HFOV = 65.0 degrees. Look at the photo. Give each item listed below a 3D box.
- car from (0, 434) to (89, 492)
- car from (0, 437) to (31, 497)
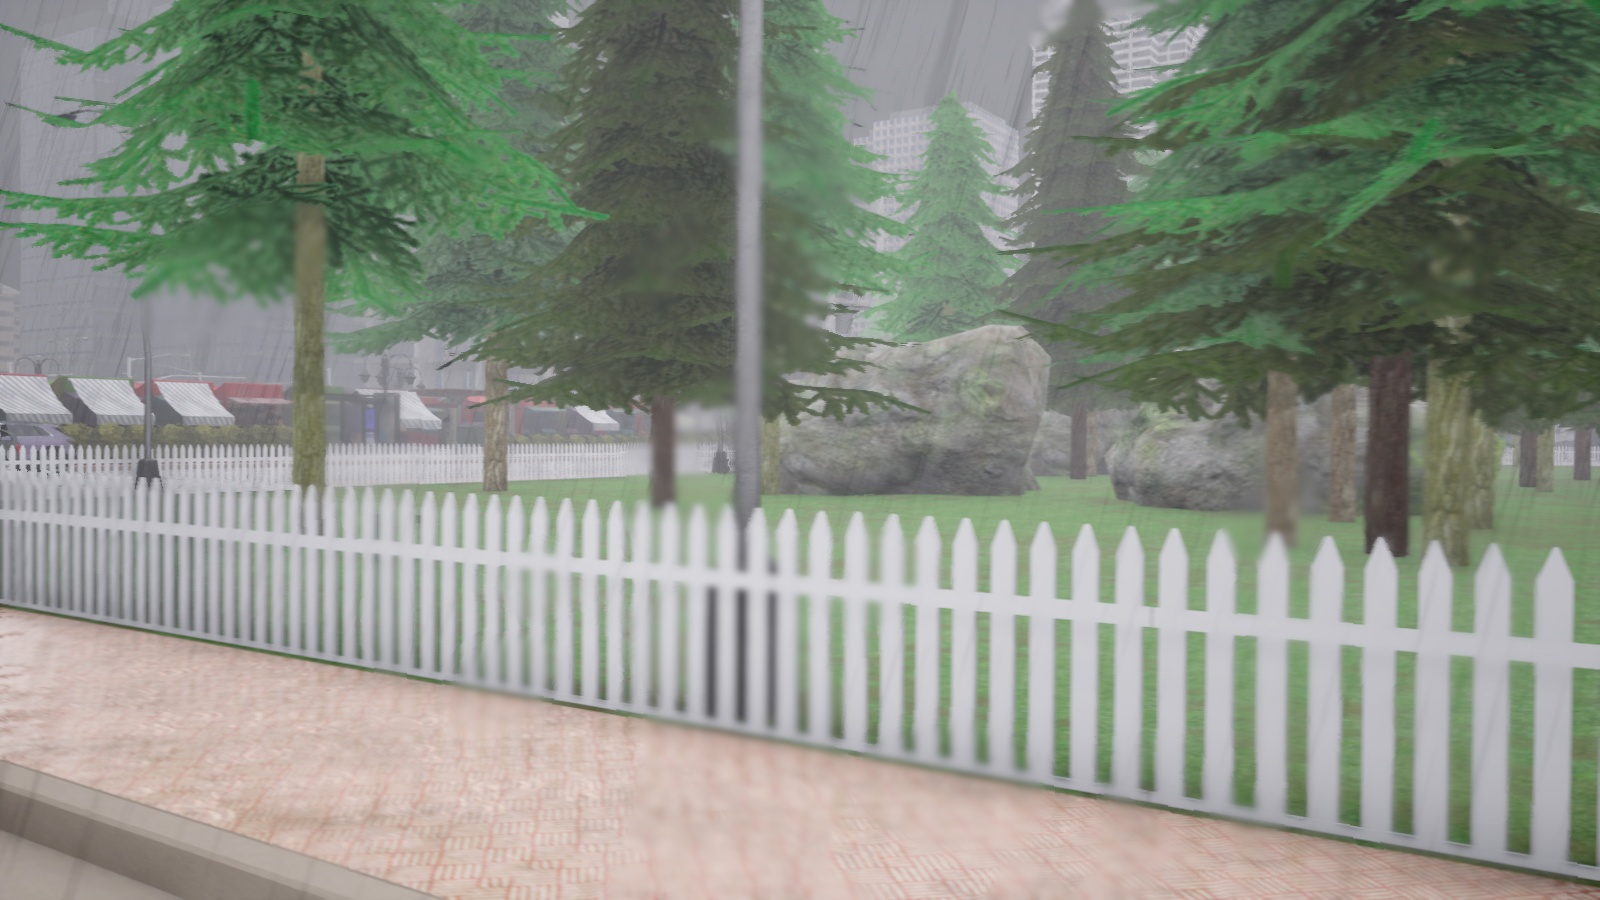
[{"bbox_3d":[-23.579,0.379,36.331,2.033,1.649,4.856,0,1,32],"label":"car"},{"bbox_3d":[-22.090,0.472,32.122,1.789,1.549,3.705,0,1,32],"label":"car"}]
